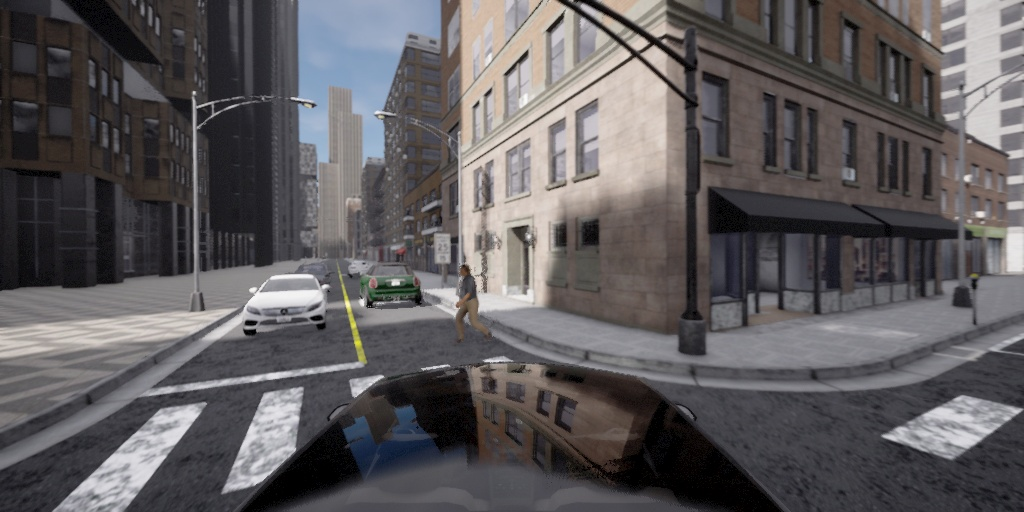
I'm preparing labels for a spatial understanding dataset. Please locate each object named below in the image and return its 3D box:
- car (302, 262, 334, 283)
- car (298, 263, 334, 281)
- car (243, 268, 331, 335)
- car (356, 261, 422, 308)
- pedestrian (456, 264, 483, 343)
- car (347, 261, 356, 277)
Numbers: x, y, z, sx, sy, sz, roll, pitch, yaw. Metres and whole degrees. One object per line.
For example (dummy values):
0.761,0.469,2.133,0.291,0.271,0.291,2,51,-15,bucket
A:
-15.671,1.261,29.248,2.033,1.411,5.357,-1,0,-26,car
-11.080,1.224,19.914,2.128,1.511,4.902,-1,0,-26,car
-6.604,1.274,10.833,1.812,1.442,4.674,-1,0,-26,car
-5.355,1.067,15.513,2.097,1.767,4.553,-1,0,-26,car
-0.965,1.016,8.055,0.375,1.860,0.375,-1,0,-26,pedestrian
-14.779,1.200,34.650,1.812,1.442,4.674,-1,0,-26,car
